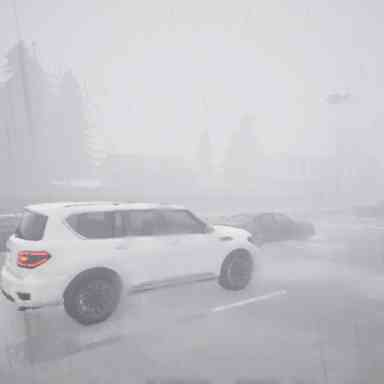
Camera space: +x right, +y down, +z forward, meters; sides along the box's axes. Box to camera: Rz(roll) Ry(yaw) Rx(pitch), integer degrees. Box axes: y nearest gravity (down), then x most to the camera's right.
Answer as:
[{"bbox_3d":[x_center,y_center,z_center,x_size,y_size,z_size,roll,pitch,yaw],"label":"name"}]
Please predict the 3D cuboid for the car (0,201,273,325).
[{"bbox_3d":[-0.992,1.223,7.338,5.566,2.045,2.150,0,0,-36],"label":"car"}]

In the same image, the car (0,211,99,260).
[{"bbox_3d":[-6.044,1.526,12.331,4.674,1.442,1.812,0,0,-36],"label":"car"}]

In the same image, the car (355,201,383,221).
[{"bbox_3d":[15.567,1.486,27.752,5.008,1.535,1.882,0,0,-36],"label":"car"}]

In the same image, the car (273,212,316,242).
[{"bbox_3d":[3.124,1.551,14.574,5.357,1.411,2.033,0,0,-36],"label":"car"}]
